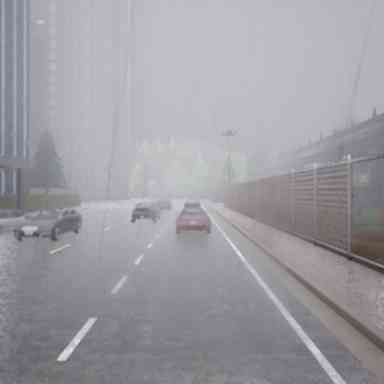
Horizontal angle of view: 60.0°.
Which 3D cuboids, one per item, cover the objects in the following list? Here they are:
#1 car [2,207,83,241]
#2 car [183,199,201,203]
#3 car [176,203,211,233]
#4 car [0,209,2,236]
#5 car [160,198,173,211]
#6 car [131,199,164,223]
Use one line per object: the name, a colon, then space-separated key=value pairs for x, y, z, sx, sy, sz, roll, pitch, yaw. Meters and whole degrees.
car: x=-7.045 y=1.517 z=16.842 sx=2.128 sy=1.511 sz=4.902 roll=0 pitch=0 yaw=0
car: x=0.036 y=1.529 z=38.392 sx=1.882 sy=1.535 sz=5.008 roll=0 pitch=0 yaw=0
car: x=0.073 y=1.590 z=19.746 sx=1.994 sy=1.385 sz=4.181 roll=0 pitch=0 yaw=0
car: x=-10.524 y=1.629 z=18.114 sx=1.895 sy=1.301 sz=4.718 roll=0 pitch=0 yaw=0
car: x=-3.494 y=1.549 z=41.860 sx=2.128 sy=1.511 sz=4.902 roll=0 pitch=0 yaw=0
car: x=-3.516 y=1.540 z=26.094 sx=1.837 sy=1.490 sz=4.892 roll=0 pitch=0 yaw=0
